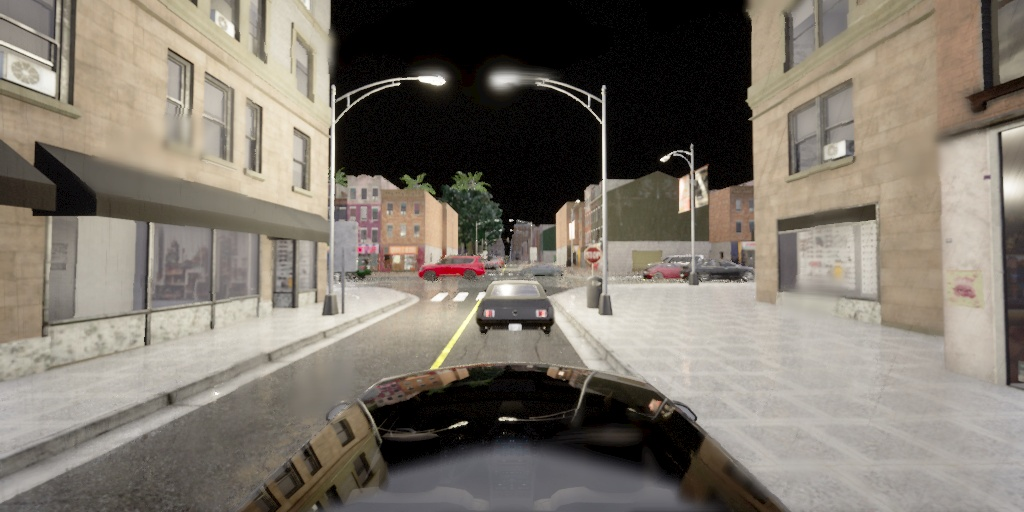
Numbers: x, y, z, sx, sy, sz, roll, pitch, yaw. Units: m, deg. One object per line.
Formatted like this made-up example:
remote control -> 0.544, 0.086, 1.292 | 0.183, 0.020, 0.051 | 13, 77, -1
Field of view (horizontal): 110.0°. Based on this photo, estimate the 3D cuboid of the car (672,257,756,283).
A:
car -> 13.811, 1.011, 24.079 | 4.892, 1.490, 1.837 | -1, -1, -1

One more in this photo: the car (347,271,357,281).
car -> -14.394, 1.406, 26.989 | 4.181, 1.385, 1.994 | 0, -1, -1

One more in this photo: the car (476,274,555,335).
car -> 0.093, 1.376, 10.597 | 1.895, 1.301, 4.718 | 0, 0, 0

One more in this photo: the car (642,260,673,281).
car -> 12.155, 1.170, 27.307 | 4.181, 1.385, 1.994 | -1, -1, -1

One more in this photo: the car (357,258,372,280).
car -> -15.957, 1.223, 33.352 | 5.566, 2.045, 2.150 | 0, -2, 3

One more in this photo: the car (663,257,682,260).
car -> 16.004, 1.121, 30.802 | 5.008, 1.535, 1.882 | -1, -1, -1

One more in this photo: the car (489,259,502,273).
car -> -2.701, 1.444, 46.233 | 1.895, 1.301, 4.718 | 0, 0, 1

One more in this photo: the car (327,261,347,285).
car -> -14.045, 1.252, 23.745 | 4.902, 1.511, 2.128 | 0, -1, -1

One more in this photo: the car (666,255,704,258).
car -> 15.562, 0.950, 34.045 | 5.566, 2.045, 2.150 | -1, -1, -1

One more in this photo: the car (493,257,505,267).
car -> -2.678, 1.343, 60.167 | 1.882, 1.535, 5.008 | 0, 0, 0

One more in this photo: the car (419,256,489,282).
car -> -5.057, 1.079, 30.524 | 5.566, 2.045, 2.150 | -1, -1, -1

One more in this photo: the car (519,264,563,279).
car -> 2.754, 1.415, 33.875 | 4.181, 1.385, 1.994 | 1, 0, -1
